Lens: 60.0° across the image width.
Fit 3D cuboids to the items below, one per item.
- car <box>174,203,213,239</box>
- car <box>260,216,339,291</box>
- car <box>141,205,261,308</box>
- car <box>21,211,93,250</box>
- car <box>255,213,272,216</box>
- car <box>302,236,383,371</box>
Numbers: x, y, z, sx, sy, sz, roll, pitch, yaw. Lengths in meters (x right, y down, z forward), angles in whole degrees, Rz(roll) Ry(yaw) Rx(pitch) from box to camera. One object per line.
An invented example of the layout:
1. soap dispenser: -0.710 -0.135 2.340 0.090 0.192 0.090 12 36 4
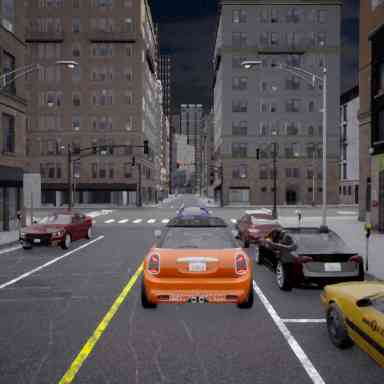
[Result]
1. car: 0.105 1.472 18.339 1.882 1.535 5.008 0 0 1
2. car: 2.869 1.563 8.854 1.947 1.339 4.313 -1 0 0
3. car: 0.099 1.350 8.051 2.097 1.767 4.553 0 0 0
4. car: -5.675 1.540 14.438 1.887 1.381 4.507 -1 0 0
5. car: 2.870 1.577 14.439 1.802 1.307 4.206 -1 0 0
6. car: 2.867 1.524 3.437 1.752 1.417 4.829 -1 0 0
